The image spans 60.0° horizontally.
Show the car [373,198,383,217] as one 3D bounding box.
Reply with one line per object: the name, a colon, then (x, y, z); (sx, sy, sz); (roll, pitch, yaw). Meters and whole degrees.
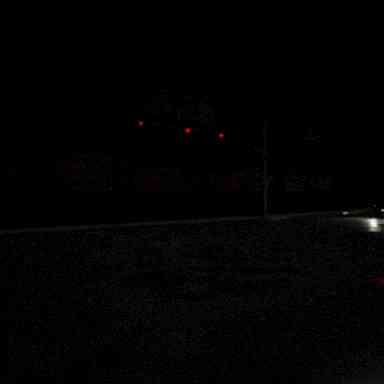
car: (18.910, 1.226, 30.644); (5.566, 2.045, 2.150); (0, 0, -36)
